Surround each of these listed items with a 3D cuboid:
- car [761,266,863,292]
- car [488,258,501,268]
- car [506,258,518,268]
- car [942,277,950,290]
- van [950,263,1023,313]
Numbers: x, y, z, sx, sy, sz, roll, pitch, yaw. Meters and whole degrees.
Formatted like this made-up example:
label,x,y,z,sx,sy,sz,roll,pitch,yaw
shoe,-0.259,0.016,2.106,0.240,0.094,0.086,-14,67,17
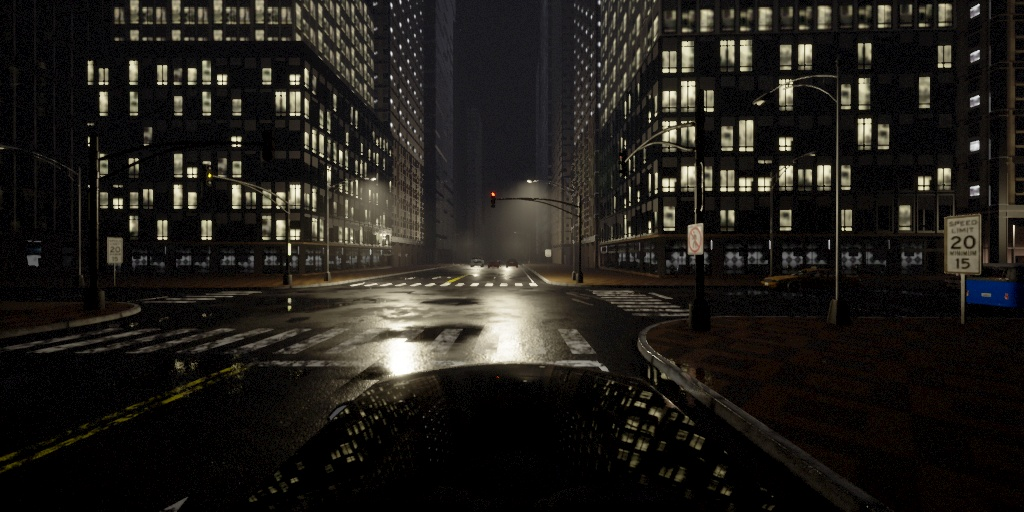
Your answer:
label,x,y,z,sx,sy,sz,roll,pitch,yaw
car,17.092,1.293,20.585,4.829,1.417,1.751,0,0,2
car,-3.237,1.460,63.203,1.895,1.301,4.718,0,0,0
car,0.013,1.212,63.559,2.097,1.767,4.553,0,0,0
car,26.926,1.356,20.099,4.207,1.307,1.802,0,0,2
van,18.360,1.119,12.413,3.998,1.789,1.690,0,0,2
